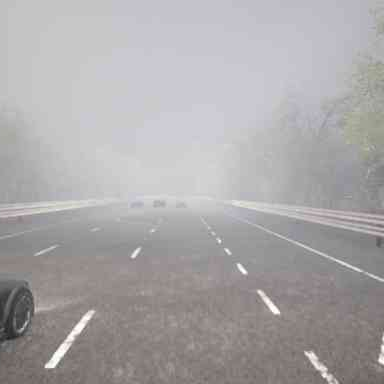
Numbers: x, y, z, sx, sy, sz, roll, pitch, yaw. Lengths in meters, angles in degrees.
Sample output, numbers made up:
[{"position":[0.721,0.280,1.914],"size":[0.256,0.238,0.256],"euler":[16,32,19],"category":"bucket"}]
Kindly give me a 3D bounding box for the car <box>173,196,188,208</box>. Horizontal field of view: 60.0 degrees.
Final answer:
[{"position":[-1.682,1.829,54.270],"size":[2.033,1.411,5.357],"euler":[1,0,-2],"category":"car"}]

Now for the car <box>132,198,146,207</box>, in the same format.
[{"position":[-8.683,1.738,54.195],"size":[1.812,1.442,4.674],"euler":[1,0,-2],"category":"car"}]

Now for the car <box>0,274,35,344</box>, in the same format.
[{"position":[-3.559,1.545,3.868],"size":[1.994,1.385,4.181],"euler":[1,0,-2],"category":"car"}]

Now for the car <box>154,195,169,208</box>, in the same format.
[{"position":[-5.185,1.725,54.263],"size":[1.882,1.535,5.008],"euler":[1,0,-2],"category":"car"}]
